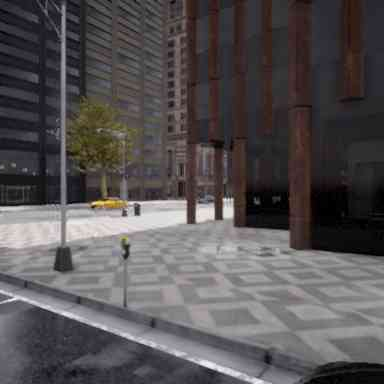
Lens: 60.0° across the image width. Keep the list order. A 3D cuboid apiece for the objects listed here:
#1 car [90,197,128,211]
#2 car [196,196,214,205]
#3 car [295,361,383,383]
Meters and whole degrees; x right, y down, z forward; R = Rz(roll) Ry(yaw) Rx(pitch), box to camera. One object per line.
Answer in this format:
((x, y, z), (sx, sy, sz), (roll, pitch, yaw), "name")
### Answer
((-10.073, 1.422, 40.580), (1.882, 1.535, 5.008), (0, 0, 35), "car")
((2.373, 1.391, 57.961), (1.837, 1.490, 4.892), (0, 0, 35), "car")
((2.322, 1.560, 1.300), (4.313, 1.339, 1.947), (0, 0, 35), "car")
